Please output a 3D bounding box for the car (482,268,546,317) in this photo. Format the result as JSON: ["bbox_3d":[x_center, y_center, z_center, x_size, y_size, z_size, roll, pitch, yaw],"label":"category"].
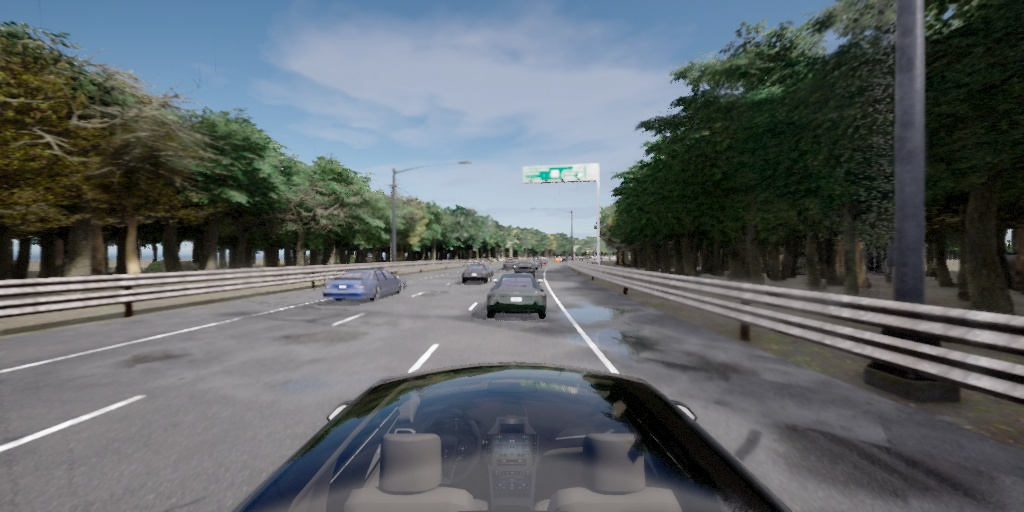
[{"bbox_3d":[0.195,1.316,13.169,1.994,1.385,4.181,0,0,2],"label":"car"}]

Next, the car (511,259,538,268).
[{"bbox_3d":[1.209,1.257,32.372,1.837,1.490,4.892,0,0,4],"label":"car"}]

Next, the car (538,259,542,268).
[{"bbox_3d":[2.686,1.346,48.396,1.895,1.301,4.718,0,0,6],"label":"car"}]

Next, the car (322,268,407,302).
[{"bbox_3d":[-6.699,1.278,16.946,2.033,1.411,5.357,0,0,3],"label":"car"}]

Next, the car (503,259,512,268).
[{"bbox_3d":[-0.150,1.228,53.608,2.128,1.511,4.902,0,0,7],"label":"car"}]

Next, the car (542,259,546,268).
[{"bbox_3d":[4.193,1.233,60.305,2.128,1.511,4.902,0,0,8],"label":"car"}]

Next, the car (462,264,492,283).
[{"bbox_3d":[-2.549,1.309,27.566,1.994,1.385,4.181,0,0,4],"label":"car"}]
